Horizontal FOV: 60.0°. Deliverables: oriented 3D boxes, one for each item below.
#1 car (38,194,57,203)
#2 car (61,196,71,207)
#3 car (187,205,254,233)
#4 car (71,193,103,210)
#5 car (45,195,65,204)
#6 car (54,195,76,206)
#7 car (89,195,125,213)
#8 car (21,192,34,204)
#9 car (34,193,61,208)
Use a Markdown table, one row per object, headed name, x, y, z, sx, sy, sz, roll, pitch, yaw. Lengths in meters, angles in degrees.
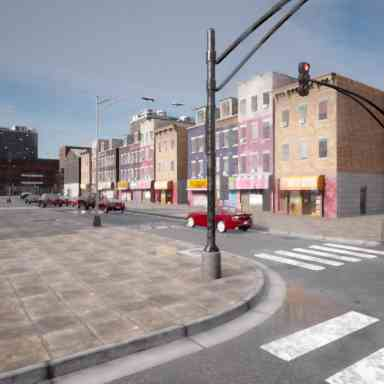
| name | x | y | z | sx | sy | sz | roll | pitch | yaw |
| --- | --- | --- | --- | --- | --- | --- | --- | --- | --- |
| car | -23.641 | 1.014 | 54.184 | 2.008 | 1.369 | 4.403 | 0 | 0 | -35 |
| car | -14.236 | 1.183 | 40.858 | 1.802 | 1.307 | 4.206 | 0 | 0 | -35 |
| car | 1.442 | 1.403 | 18.647 | 1.887 | 1.381 | 4.507 | 1 | 0 | -35 |
| car | -11.097 | 0.964 | 36.414 | 2.192 | 1.841 | 5.009 | 1 | 0 | -35 |
| car | -20.506 | 1.090 | 49.742 | 1.802 | 1.307 | 4.206 | 0 | 0 | -35 |
| car | -17.371 | 1.136 | 45.299 | 1.802 | 1.307 | 4.206 | 0 | 0 | -35 |
| car | -7.964 | 1.244 | 31.973 | 1.887 | 1.381 | 4.507 | 1 | 0 | -35 |
| car | -23.573 | 1.046 | 49.502 | 2.033 | 1.411 | 5.357 | 0 | 1 | -35 |
| car | -17.714 | 0.936 | 41.283 | 2.097 | 1.767 | 4.553 | 0 | 1 | -35 |
